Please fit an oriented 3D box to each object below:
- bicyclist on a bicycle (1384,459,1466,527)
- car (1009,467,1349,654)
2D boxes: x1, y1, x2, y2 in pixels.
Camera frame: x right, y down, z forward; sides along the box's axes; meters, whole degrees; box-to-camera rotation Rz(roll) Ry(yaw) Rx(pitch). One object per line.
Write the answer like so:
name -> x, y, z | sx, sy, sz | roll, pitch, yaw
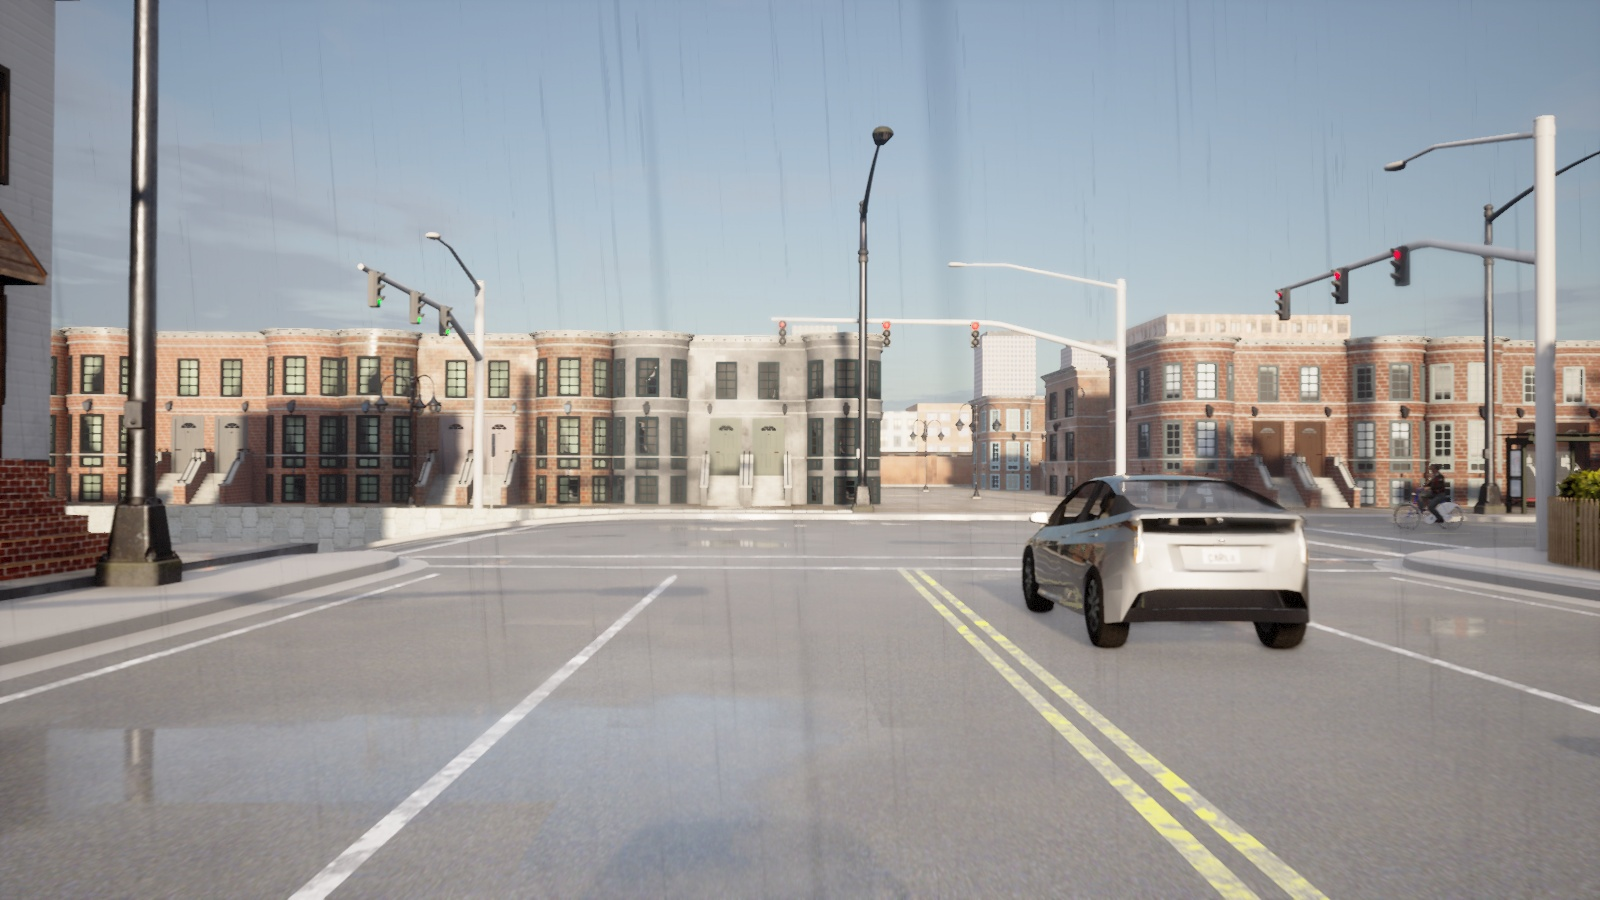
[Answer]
bicyclist on a bicycle -> 16.636, 1.131, 33.434 | 1.843, 1.776, 0.659 | 0, -1, 0
car -> 3.470, 0.938, 12.526 | 2.007, 1.525, 4.514 | 0, -1, 0
